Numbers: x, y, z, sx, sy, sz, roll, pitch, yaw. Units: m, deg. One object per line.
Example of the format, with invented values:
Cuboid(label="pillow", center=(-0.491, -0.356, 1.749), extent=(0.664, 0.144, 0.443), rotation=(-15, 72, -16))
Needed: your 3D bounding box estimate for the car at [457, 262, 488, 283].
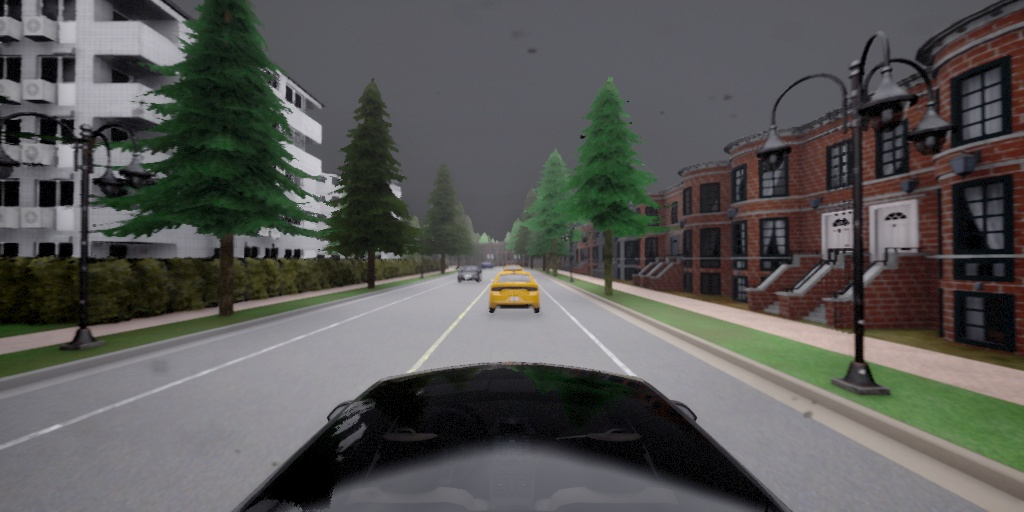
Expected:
Cuboid(label="car", center=(-3.605, 1.557, 31.401), extent=(2.128, 1.511, 4.902), rotation=(0, -1, 0))

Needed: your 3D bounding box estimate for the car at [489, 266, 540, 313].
Cuboid(label="car", center=(0.092, 1.368, 14.930), extent=(1.882, 1.535, 5.008), rotation=(0, -1, 0))
